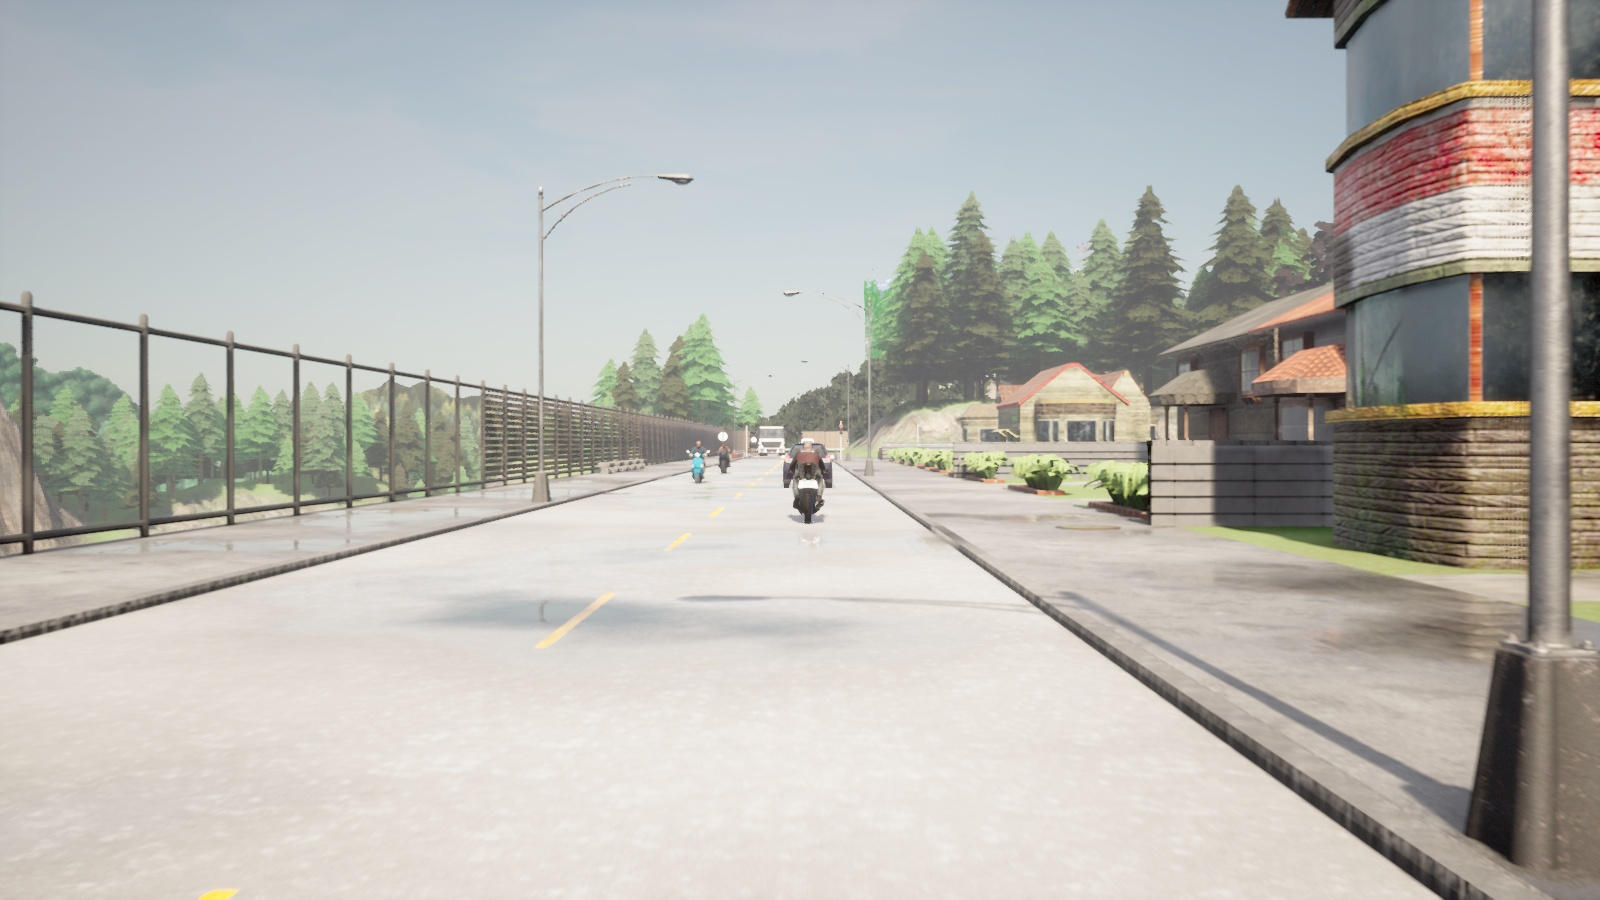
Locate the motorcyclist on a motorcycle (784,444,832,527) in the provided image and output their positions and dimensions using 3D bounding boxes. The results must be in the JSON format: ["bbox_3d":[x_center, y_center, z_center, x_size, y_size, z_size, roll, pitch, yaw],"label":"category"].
[{"bbox_3d":[0.153,0.645,24.150,0.866,1.530,2.191,0,0,0],"label":"motorcyclist on a motorcycle"}]

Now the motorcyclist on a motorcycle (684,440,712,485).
[{"bbox_3d":[-3.722,0.438,45.899,0.866,1.590,1.817,0,0,0],"label":"motorcyclist on a motorcycle"}]

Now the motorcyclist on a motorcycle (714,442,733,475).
[{"bbox_3d":[-3.642,0.387,60.045,0.797,1.523,2.044,0,0,0],"label":"motorcyclist on a motorcycle"}]

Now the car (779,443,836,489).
[{"bbox_3d":[0.260,0.519,42.846,1.845,1.501,3.633,0,0,0],"label":"car"}]
